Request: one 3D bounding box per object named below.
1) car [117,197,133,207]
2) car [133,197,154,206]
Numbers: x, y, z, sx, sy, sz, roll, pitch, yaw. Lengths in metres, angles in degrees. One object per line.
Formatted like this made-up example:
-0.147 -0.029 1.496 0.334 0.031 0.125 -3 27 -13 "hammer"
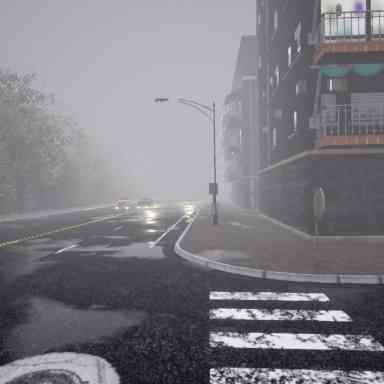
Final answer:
-10.680 1.525 53.810 1.882 1.535 5.008 -1 0 3 "car"
-7.435 1.551 53.623 2.033 1.411 5.357 -1 0 3 "car"
